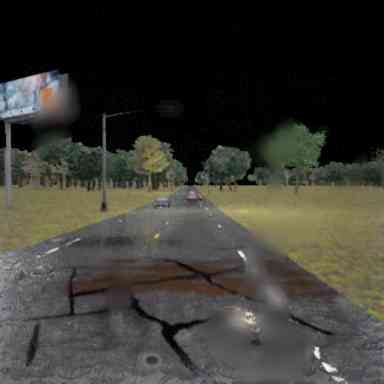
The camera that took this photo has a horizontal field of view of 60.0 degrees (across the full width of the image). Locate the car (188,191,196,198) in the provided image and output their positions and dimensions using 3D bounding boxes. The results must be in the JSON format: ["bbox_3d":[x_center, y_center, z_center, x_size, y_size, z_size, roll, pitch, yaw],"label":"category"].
[{"bbox_3d":[0.022,0.576,76.017,1.882,1.535,5.008,0,1,0],"label":"car"}]

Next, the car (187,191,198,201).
[{"bbox_3d":[0.057,0.945,61.386,1.994,1.385,4.181,0,1,1],"label":"car"}]

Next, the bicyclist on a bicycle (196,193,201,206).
[{"bbox_3d":[0.973,1.012,47.127,0.659,1.776,1.843,0,1,0],"label":"bicyclist on a bicycle"}]

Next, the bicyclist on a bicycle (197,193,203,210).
[{"bbox_3d":[0.971,1.165,38.155,0.659,1.776,1.843,0,1,0],"label":"bicyclist on a bicycle"}]

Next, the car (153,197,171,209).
[{"bbox_3d":[-3.576,1.304,40.682,2.033,1.411,5.357,0,1,0],"label":"car"}]
